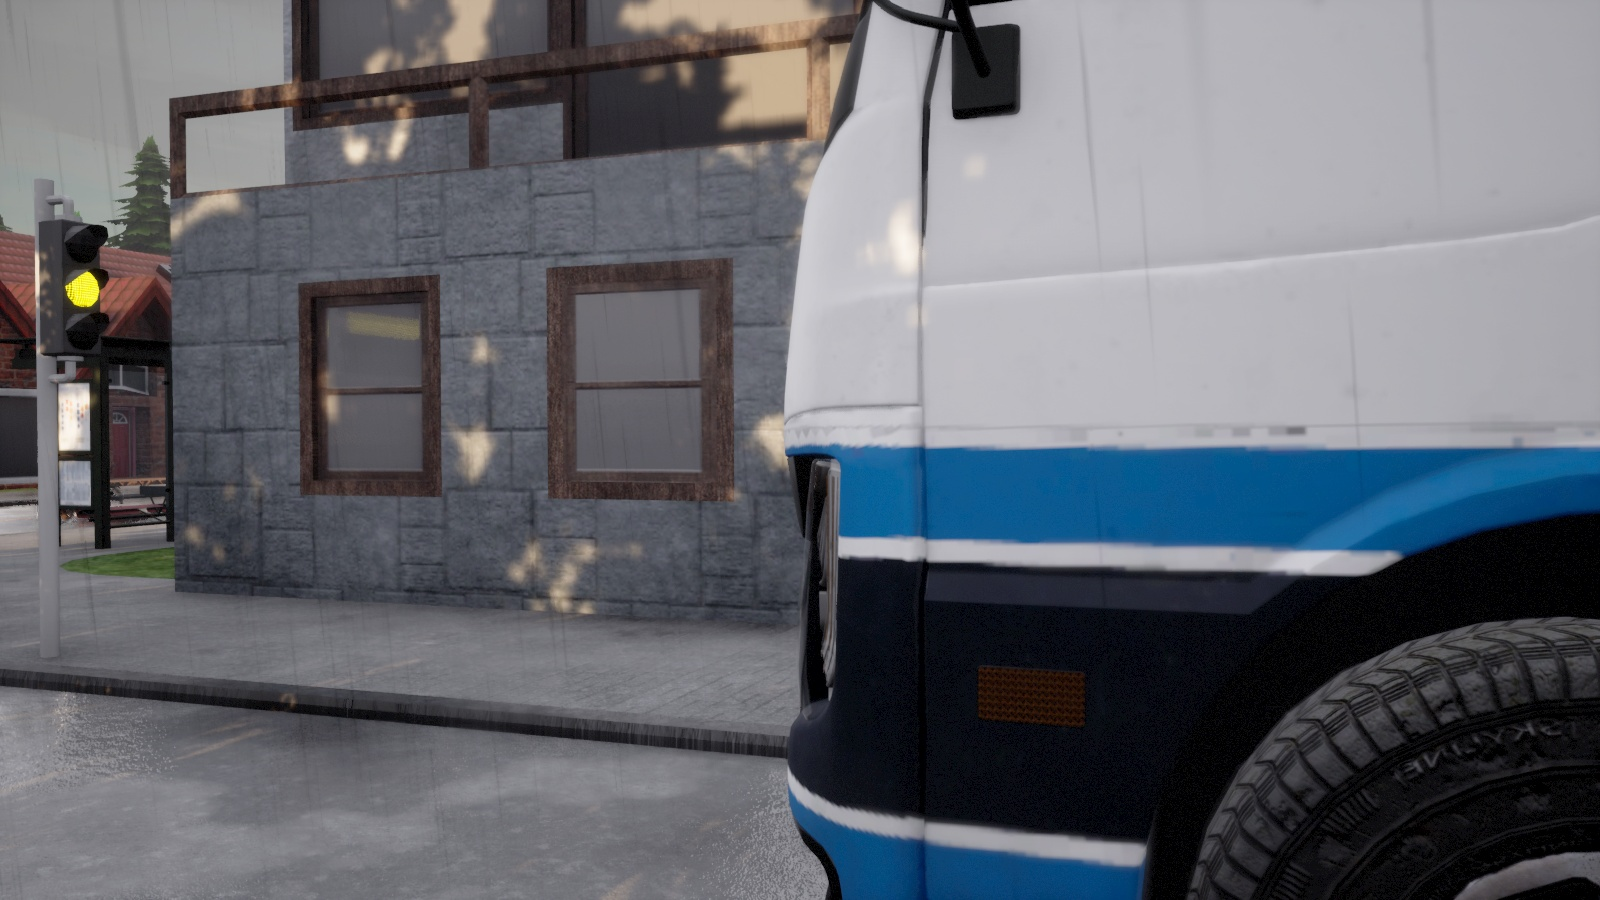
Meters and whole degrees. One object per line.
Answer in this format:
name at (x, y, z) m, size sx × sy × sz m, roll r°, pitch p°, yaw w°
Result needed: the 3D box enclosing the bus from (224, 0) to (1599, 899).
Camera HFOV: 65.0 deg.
bus at (4.544, -0.567, 2.134) m, size 10.273 × 4.253 × 3.944 m, roll 0°, pitch 1°, yaw 21°
